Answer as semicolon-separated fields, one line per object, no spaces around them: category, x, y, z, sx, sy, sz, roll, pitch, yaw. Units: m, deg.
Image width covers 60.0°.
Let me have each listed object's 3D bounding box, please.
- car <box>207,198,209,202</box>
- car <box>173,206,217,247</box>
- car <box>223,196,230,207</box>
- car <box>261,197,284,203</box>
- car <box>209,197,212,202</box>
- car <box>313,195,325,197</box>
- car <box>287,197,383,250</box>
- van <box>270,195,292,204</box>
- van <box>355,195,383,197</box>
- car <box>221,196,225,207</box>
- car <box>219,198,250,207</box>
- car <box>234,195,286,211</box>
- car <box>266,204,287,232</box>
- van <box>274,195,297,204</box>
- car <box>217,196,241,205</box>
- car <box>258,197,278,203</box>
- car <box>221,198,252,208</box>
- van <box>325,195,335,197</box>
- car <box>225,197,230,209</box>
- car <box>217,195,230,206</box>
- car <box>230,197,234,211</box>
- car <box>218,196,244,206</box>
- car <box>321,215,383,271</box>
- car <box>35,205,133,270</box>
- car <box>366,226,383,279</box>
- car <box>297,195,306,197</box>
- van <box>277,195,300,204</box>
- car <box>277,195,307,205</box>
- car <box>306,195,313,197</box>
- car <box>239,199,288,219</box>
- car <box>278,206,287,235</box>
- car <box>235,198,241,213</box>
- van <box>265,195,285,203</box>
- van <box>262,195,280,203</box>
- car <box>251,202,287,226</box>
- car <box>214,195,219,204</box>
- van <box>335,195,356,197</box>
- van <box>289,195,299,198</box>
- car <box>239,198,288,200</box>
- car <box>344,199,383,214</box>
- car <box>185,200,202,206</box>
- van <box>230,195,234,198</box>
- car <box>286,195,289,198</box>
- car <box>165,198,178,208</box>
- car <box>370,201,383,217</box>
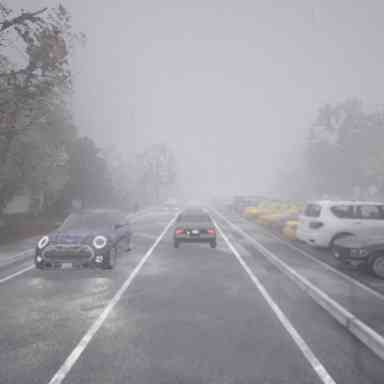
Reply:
car;7.577;2.263;93.194;5.008;1.535;2.097;0;-1;1
car;0.113;1.595;15.364;2.033;1.411;5.357;0;0;0
car;7.122;1.710;46.026;4.792;1.488;2.163;0;0;1
car;20.391;2.055;84.583;5.366;1.575;1.946;0;-1;0
car;7.452;1.643;76.563;5.566;2.045;2.435;0;0;1
car;20.202;1.419;45.826;5.566;2.045;2.435;0;0;1
car;6.883;1.353;12.723;5.566;2.045;2.435;0;0;1
van;20.386;1.659;76.430;4.442;1.987;1.878;0;-1;1
van;20.023;1.370;34.731;4.442;1.987;1.878;0;0;0
car;7.147;1.729;48.802;4.792;1.488;2.163;0;0;1
car;7.244;1.759;57.130;4.892;1.521;2.231;0;0;1
car;7.084;1.480;34.925;4.553;1.767;2.185;0;0;1
car;6.910;1.596;18.276;4.892;1.521;2.231;0;0;1
van;20.593;1.639;73.525;4.442;1.987;1.878;0;0;1
car;7.293;1.691;65.459;4.553;1.767;2.185;0;0;1
car;20.619;2.187;90.122;4.892;1.521;2.231;0;-1;1
car;7.232;1.740;54.353;4.892;1.521;2.231;0;0;1
van;20.088;1.426;43.057;4.442;1.987;1.878;0;0;1
car;7.098;1.690;43.250;4.792;1.488;2.163;0;0;1
car;7.015;1.716;51.579;5.366;1.575;1.946;0;0;1
car;7.107;1.652;37.697;4.792;1.488;2.163;0;0;1
car;7.269;1.671;62.683;4.553;1.767;2.185;0;0;1
car;6.835;1.609;9.948;5.008;1.535;2.097;0;0;1
car;-3.339;1.386;11.122;2.097;1.767;4.553;0;0;0
car;6.776;1.644;7.172;4.792;1.488;2.163;0;0;1
car;20.299;1.729;54.135;5.008;1.535;2.097;0;0;1
van;20.570;1.620;70.881;4.442;1.987;1.878;0;0;1
car;20.400;1.575;68.112;5.566;2.045;2.435;0;0;1
car;20.226;1.439;48.596;5.566;2.045;2.435;0;0;1
car;6.794;1.581;26.726;5.366;1.575;1.946;0;0;1
car;7.065;1.597;15.498;5.366;1.575;1.946;0;0;1
car;7.022;1.593;32.145;4.892;1.521;2.231;0;0;1
van;20.434;1.768;81.821;4.442;1.987;1.878;0;-1;1
van;20.717;1.896;87.357;4.442;1.987;1.878;0;-1;1
car;6.743;1.588;21.053;5.366;1.575;1.946;0;0;1
car;7.090;1.775;59.907;5.366;1.575;1.946;0;0;1
van;20.297;1.406;40.285;4.442;1.987;1.878;0;0;1
van;20.471;1.543;59.801;4.442;1.987;1.878;0;0;1
car;7.188;1.582;29.376;5.366;1.575;1.946;0;0;1
car;20.161;1.612;37.515;5.008;1.535;2.097;0;0;1
car;0.201;1.670;38.072;1.812;1.442;4.674;0;0;0
van;7.219;1.416;40.474;4.442;1.987;1.878;0;0;1
car;20.376;1.827;62.444;4.674;1.452;2.002;0;0;1
car;-3.139;1.753;52.226;1.812;1.442;4.674;0;0;1
car;20.136;1.612;31.977;4.792;1.488;2.163;0;0;1
